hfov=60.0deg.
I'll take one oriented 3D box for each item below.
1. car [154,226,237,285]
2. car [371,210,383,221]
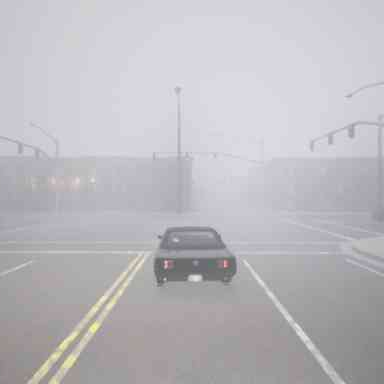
[{"bbox_3d":[-0.065,1.639,9.624,1.895,1.301,4.718,0,0,-4],"label":"car"},{"bbox_3d":[16.867,1.704,26.322,4.718,1.301,1.895,0,0,0],"label":"car"}]
